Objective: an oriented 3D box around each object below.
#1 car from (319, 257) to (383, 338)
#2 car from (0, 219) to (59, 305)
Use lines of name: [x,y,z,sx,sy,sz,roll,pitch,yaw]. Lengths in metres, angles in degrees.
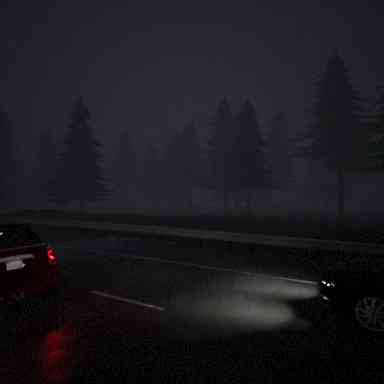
car: [4.499,1.495,4.983,4.892,1.490,1.837,0,0,35]
car: [-4.987,1.345,7.198,4.553,1.767,2.097,0,0,33]
